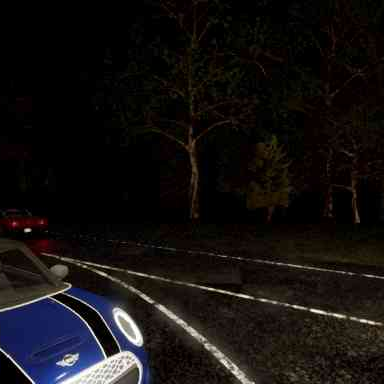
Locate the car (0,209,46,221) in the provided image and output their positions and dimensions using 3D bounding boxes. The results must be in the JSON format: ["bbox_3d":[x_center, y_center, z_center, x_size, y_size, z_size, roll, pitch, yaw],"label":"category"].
[{"bbox_3d":[-9.554,1.506,17.071,4.718,1.301,1.895,0,0,36],"label":"car"}]

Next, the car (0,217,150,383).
[{"bbox_3d":[-2.634,1.338,3.756,4.553,1.767,2.097,1,0,35],"label":"car"}]
